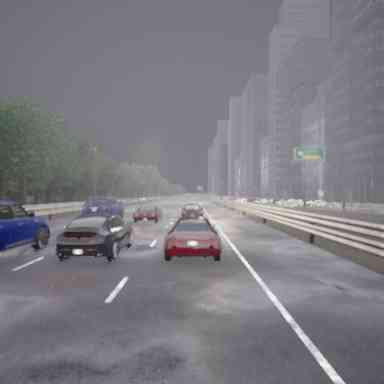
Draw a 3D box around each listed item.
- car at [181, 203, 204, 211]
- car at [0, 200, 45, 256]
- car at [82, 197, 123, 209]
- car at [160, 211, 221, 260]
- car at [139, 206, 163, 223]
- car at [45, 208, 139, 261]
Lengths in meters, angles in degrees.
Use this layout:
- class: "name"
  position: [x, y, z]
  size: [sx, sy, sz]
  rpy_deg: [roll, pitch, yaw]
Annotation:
- class: "car"
  position: [0.047, 1.695, 28.251]
  size: [1.812, 1.442, 4.674]
  rpy_deg: [0, 0, 1]
- class: "car"
  position: [-6.971, 1.286, 11.424]
  size: [2.150, 2.045, 5.566]
  rpy_deg: [0, 0, 0]
- class: "car"
  position: [-6.975, 1.385, 26.455]
  size: [2.150, 2.045, 5.566]
  rpy_deg: [0, 0, 1]
- class: "car"
  position: [0.043, 1.635, 12.751]
  size: [1.994, 1.385, 4.181]
  rpy_deg: [0, 0, 1]
- class: "car"
  position: [-3.467, 1.762, 26.946]
  size: [1.895, 1.301, 4.718]
  rpy_deg: [0, 0, 1]
- class: "car"
  position: [-3.459, 1.575, 12.569]
  size: [1.837, 1.490, 4.892]
  rpy_deg: [0, 0, 1]
